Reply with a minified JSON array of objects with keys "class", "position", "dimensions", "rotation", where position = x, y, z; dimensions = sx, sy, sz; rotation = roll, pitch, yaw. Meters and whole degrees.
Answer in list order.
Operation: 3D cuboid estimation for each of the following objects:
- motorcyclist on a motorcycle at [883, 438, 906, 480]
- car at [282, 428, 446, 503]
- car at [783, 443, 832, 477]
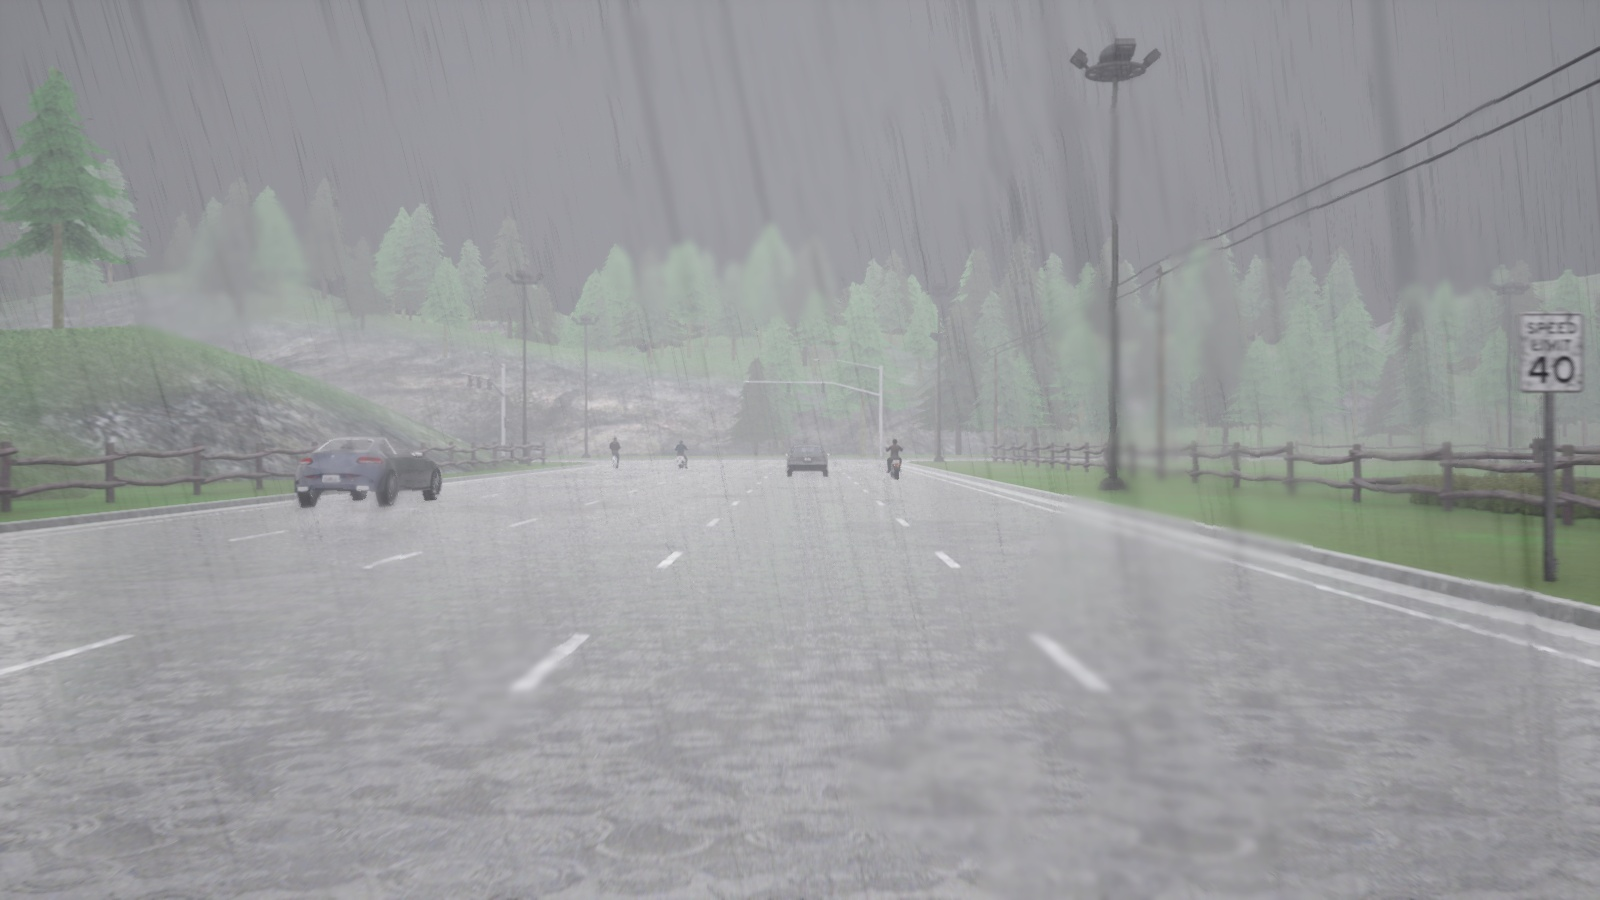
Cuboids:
[{"class":"motorcyclist on a motorcycle","position":[3.801,0.361,50.454],"dimensions":[0.766,1.649,2.350],"rotation":[0,0,0]},{"class":"car","position":[-10.314,0.314,30.178],"dimensions":[2.152,1.651,5.027],"rotation":[0,0,0]},{"class":"car","position":[0.330,0.421,55.598],"dimensions":[2.033,1.411,5.357],"rotation":[0,0,0]}]
